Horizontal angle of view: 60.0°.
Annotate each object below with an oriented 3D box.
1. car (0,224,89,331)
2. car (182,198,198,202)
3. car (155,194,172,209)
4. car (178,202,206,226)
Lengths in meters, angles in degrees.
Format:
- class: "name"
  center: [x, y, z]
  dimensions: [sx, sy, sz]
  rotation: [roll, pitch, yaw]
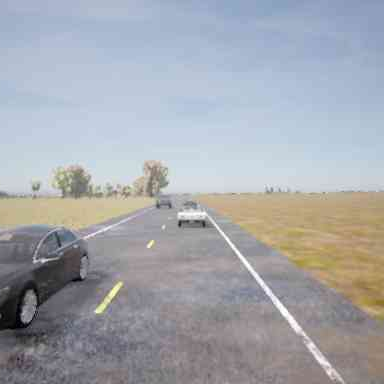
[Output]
- class: "car"
  center: [-3.619, 1.515, 6.993]
  dimensions: [1.837, 1.490, 4.892]
  rotation: [0, 0, 0]
- class: "car"
  center: [-0.270, 1.577, 43.149]
  dimensions: [2.128, 1.511, 4.902]
  rotation: [0, 0, -1]
- class: "car"
  center: [-4.025, 1.325, 48.191]
  dimensions: [2.150, 2.045, 5.566]
  rotation: [0, -1, -1]
- class: "car"
  center: [-0.024, 1.641, 23.832]
  dimensions: [1.895, 1.301, 4.718]
  rotation: [0, 0, -1]
